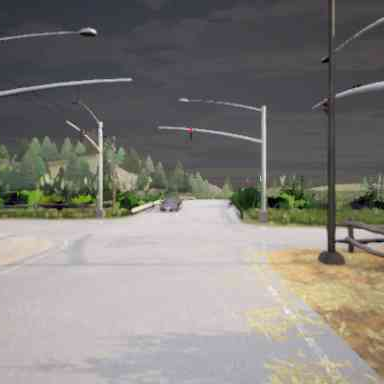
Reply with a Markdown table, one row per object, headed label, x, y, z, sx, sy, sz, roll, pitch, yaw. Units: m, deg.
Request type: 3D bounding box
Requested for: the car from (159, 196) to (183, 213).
| label | x | y | z | sx | sy | sz | roll | pitch | yaw |
| --- | --- | --- | --- | --- | --- | --- | --- | --- | --- |
| car | -2.030 | 1.215 | 33.347 | 2.128 | 1.511 | 4.902 | 0 | 4 | 5 |
